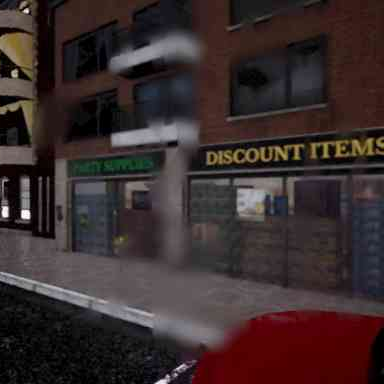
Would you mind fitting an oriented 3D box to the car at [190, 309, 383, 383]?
[{"bbox_3d":[2.197,1.312,1.313,5.009,1.841,2.192,0,0,35],"label":"car"}]
